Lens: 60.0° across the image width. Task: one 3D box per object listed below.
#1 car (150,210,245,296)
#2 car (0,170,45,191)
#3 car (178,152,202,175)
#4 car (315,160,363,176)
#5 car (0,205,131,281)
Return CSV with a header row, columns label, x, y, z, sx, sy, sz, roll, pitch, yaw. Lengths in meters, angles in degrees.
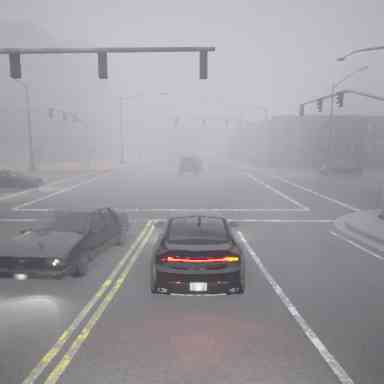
label,x,y,z,sx,sy,sz,roll,pitch,yaw
car,0.116,1.200,8.071,1.837,1.490,4.892,0,4,0
car,-14.207,-0.919,25.239,5.357,1.411,2.033,0,8,-1
car,-0.131,-3.152,38.060,2.150,2.045,5.566,2,9,8
car,15.668,-2.657,35.554,4.553,1.767,2.097,0,8,0
car,-3.256,1.142,9.435,2.033,1.411,5.357,0,5,6
